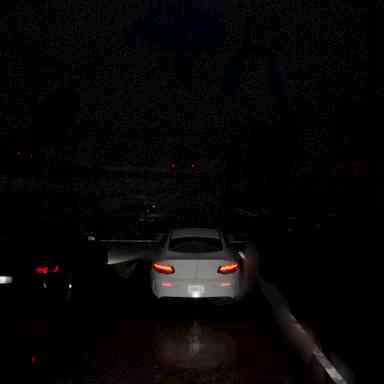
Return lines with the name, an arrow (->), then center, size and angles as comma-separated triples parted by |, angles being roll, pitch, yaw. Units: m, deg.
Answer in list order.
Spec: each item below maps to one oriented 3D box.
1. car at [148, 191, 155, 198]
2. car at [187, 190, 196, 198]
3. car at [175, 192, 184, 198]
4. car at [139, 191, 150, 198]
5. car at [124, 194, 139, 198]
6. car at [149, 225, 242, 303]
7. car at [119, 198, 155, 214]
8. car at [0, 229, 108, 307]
car -> -10.543, 0.668, 83.101 | 2.150, 2.045, 5.566 | 0, 1, 0
car -> -0.044, 0.600, 86.451 | 2.150, 2.045, 5.566 | 0, 1, 0
car -> -3.545, 0.884, 87.192 | 1.812, 1.442, 4.674 | 0, 1, 0
car -> -10.535, 1.182, 68.803 | 1.882, 1.535, 5.008 | 0, 1, 0
car -> -10.616, 1.429, 55.700 | 1.994, 1.385, 4.181 | 0, 1, 0
car -> 0.077, 1.526, 8.090 | 1.812, 1.442, 4.674 | 0, 0, 0
car -> -5.867, 1.584, 35.507 | 1.895, 1.301, 4.718 | 0, 0, -40
car -> -3.423, 1.564, 8.043 | 1.994, 1.385, 4.181 | 0, 0, 0
